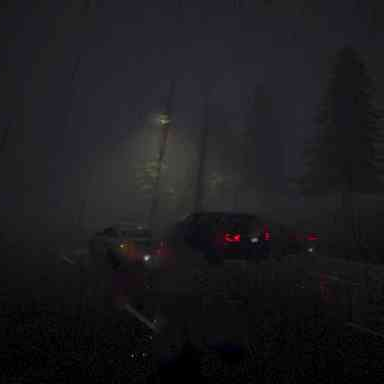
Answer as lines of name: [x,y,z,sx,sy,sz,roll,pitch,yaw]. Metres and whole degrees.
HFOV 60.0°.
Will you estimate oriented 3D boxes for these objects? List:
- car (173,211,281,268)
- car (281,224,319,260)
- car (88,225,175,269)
car: [0.827,1.832,14.048,2.150,2.045,5.566,3,-3,-31]
car: [3.720,2.253,16.000,2.128,1.511,4.902,3,-3,-31]
car: [-2.681,2.009,13.073,1.812,1.442,4.674,3,-3,-31]
